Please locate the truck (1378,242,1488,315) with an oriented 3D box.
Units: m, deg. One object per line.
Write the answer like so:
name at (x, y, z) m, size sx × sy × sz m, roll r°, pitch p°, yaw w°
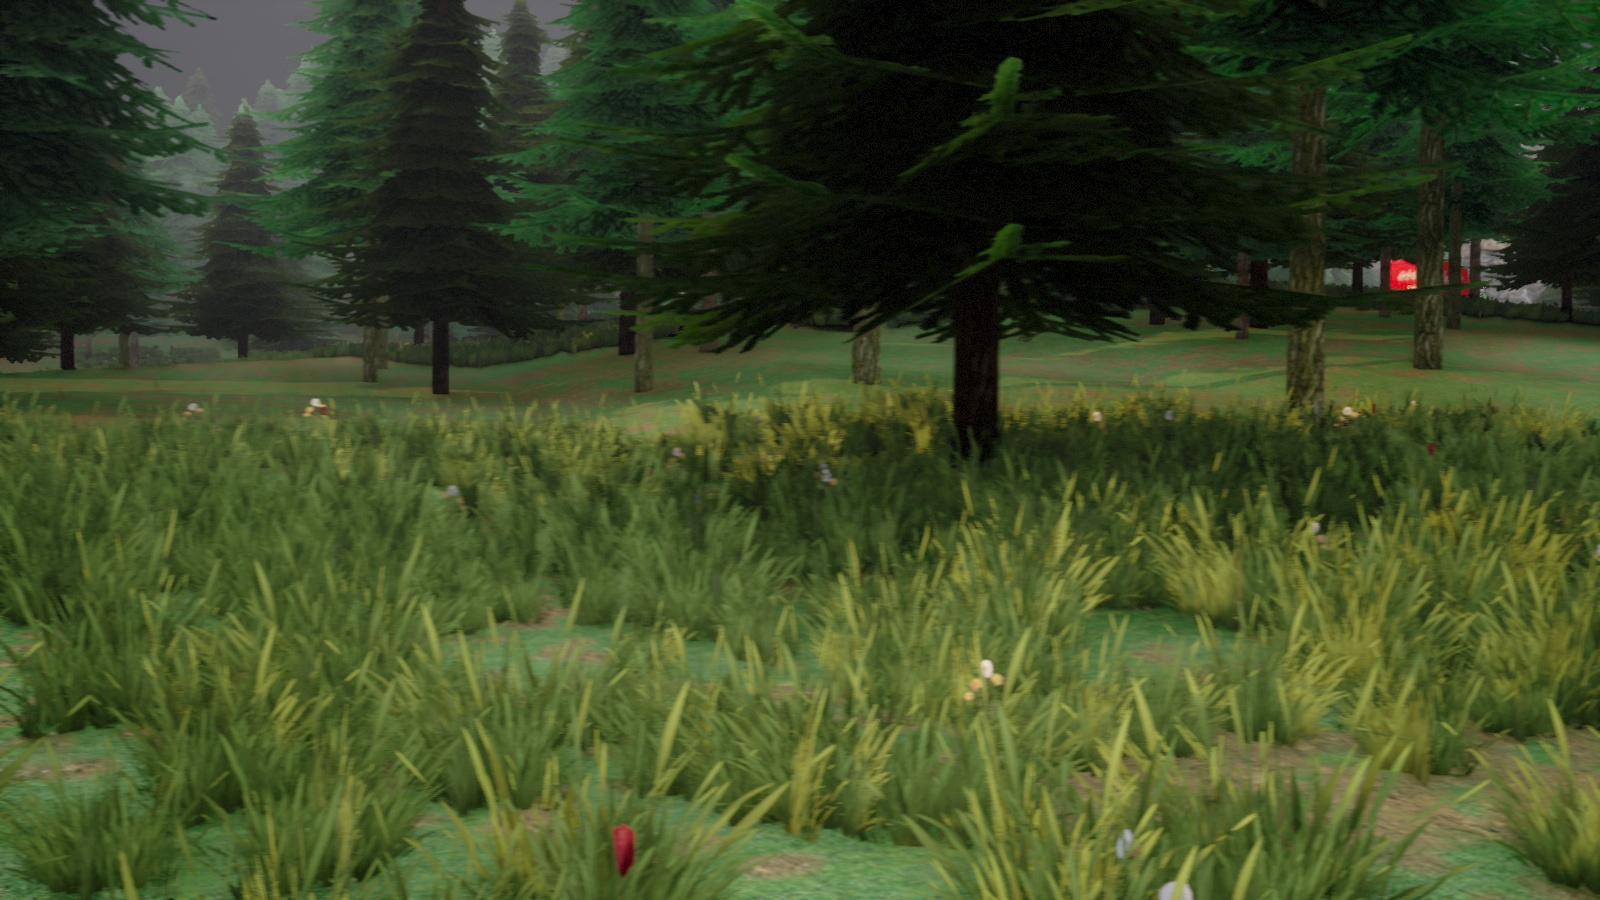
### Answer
truck at (29.300, -7.862, 58.073) m, size 5.204 × 2.467 × 2.627 m, roll 3°, pitch -1°, yaw -39°
